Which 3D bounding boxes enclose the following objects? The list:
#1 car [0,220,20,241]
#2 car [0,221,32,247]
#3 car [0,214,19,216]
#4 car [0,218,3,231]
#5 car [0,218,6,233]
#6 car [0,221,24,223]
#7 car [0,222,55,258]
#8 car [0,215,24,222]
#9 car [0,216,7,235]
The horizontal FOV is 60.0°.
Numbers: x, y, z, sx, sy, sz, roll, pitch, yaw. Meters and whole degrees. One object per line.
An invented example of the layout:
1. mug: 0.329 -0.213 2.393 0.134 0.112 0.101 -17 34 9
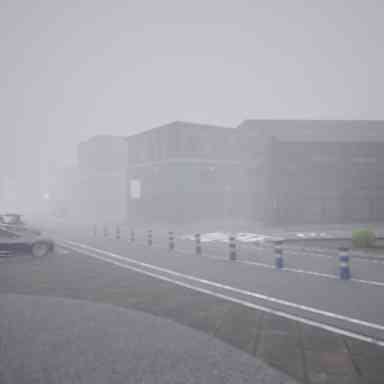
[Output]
1. car: -16.381 3.120 26.033 4.892 1.521 2.231 -1 -3 -34
2. car: -13.253 2.791 21.419 5.008 1.535 2.097 -1 -3 -34
3. car: -14.857 2.710 23.719 5.566 2.045 2.435 -1 -3 -34
4. car: -24.227 3.790 37.532 4.792 1.488 2.163 -1 -2 -34
5. car: -22.614 3.679 35.260 4.792 1.488 2.163 -1 -2 -34
6. car: -10.162 2.459 16.802 4.792 1.488 2.163 -1 -3 -34
7. car: -8.555 2.273 14.536 4.792 1.488 2.163 -1 -3 -34
8. car: -11.732 2.489 19.109 4.553 1.767 2.185 -1 -3 -34
9. car: -21.054 3.405 32.960 4.553 1.767 2.185 -1 -2 -34
